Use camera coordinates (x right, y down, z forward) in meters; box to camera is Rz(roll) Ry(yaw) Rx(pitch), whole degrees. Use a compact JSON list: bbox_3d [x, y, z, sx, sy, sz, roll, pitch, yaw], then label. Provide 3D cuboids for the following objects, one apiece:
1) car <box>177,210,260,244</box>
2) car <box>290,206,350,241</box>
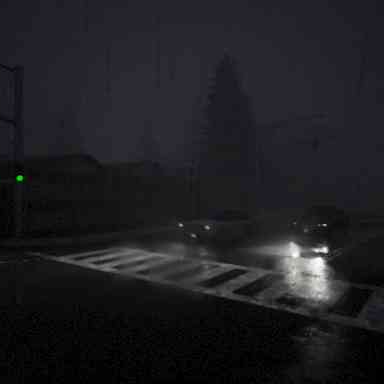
[{"bbox_3d":[1.399,1.561,15.910,1.895,1.301,4.718,0,0,38],"label":"car"},{"bbox_3d":[6.600,1.470,16.907,2.128,1.511,4.902,0,0,38],"label":"car"}]
